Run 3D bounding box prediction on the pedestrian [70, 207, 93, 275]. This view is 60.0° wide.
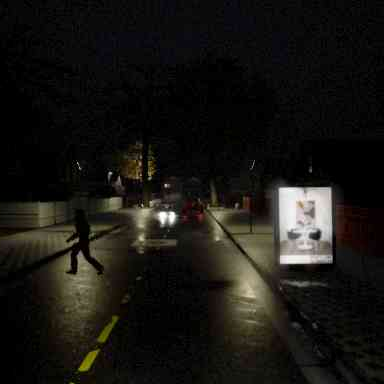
[{"bbox_3d":[-2.930,1.293,8.847,0.375,1.860,0.375,1,-1,-12],"label":"pedestrian"}]

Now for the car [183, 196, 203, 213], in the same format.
[{"bbox_3d":[0.091,1.351,36.868,2.097,1.767,4.553,0,0,0],"label":"car"}]

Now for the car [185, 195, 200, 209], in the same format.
[{"bbox_3d":[0.082,1.347,47.056,2.097,1.767,4.553,0,0,0],"label":"car"}]

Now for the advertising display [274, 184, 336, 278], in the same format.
[{"bbox_3d":[2.996,1.027,8.862,1.540,2.440,0.280,-1,-1,0],"label":"advertising display"}]

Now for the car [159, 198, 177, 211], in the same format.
[{"bbox_3d":[-2.849,1.489,40.170,2.128,1.511,4.902,0,0,0],"label":"car"}]
